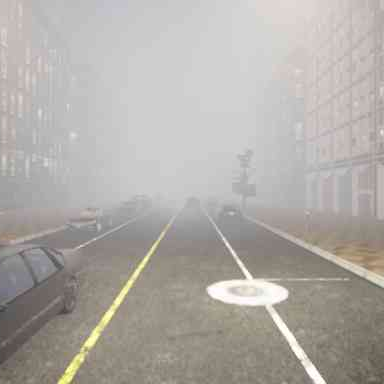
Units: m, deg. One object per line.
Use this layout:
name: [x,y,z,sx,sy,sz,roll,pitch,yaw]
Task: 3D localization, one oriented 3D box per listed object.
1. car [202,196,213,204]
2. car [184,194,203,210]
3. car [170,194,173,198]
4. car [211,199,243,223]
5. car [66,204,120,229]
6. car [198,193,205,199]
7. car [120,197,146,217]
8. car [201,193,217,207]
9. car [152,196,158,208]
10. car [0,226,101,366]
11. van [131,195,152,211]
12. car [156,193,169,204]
car: [2.645,1.366,58.721,1.802,1.307,4.206,0,0,0]
car: [0.066,1.330,41.401,1.882,1.535,5.008,0,0,0]
car: [-5.744,1.304,70.114,1.947,1.339,4.313,0,0,0]
car: [2.673,1.480,24.570,1.947,1.339,4.313,0,0,0]
car: [-5.703,1.485,18.884,2.008,1.369,4.403,0,0,0]
car: [2.618,1.084,92.872,1.967,1.590,4.097,0,0,0]
car: [-5.712,1.438,30.268,1.887,1.381,4.507,0,0,0]
car: [2.655,1.270,47.337,1.967,1.590,4.097,0,0,0]
car: [-5.722,1.433,41.653,1.802,1.307,4.206,0,0,0]
car: [-3.106,1.531,4.779,2.033,1.411,5.357,0,0,0]
van: [-5.716,1.214,35.960,1.690,1.788,3.998,0,0,0]
car: [-5.735,1.224,58.728,1.967,1.590,4.097,0,0,0]
